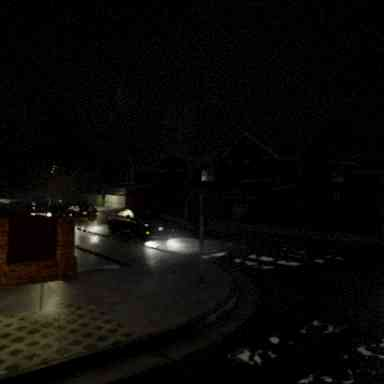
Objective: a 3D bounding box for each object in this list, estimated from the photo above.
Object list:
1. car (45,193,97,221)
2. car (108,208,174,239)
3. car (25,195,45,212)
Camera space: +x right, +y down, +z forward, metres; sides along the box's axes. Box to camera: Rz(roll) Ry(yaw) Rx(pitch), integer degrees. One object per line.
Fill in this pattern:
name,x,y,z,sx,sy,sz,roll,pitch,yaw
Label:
car,-9.171,1.119,25.457,2.150,2.045,5.566,-1,1,-37
car,-2.748,1.555,17.401,1.994,1.385,4.181,-1,1,-40
car,-16.198,1.141,35.176,2.097,1.767,4.553,-1,1,-34
